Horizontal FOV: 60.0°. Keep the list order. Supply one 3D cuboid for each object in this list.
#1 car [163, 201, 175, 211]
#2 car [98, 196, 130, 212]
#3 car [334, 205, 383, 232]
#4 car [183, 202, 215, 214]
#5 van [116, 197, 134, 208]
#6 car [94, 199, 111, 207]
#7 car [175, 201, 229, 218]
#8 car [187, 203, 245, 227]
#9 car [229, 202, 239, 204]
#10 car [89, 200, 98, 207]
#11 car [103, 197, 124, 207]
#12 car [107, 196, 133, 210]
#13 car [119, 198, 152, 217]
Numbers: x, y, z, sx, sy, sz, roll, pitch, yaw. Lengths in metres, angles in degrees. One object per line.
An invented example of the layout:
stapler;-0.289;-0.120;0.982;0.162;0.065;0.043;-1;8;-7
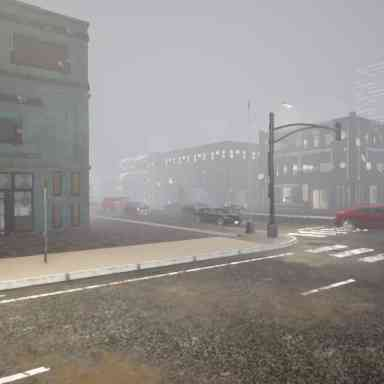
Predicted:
car;-2.424;1.966;46.170;1.802;1.307;4.206;-2;0;-35
car;-11.427;1.746;48.917;2.150;2.045;5.566;-1;0;-35
car;10.778;1.508;18.965;5.008;1.535;1.882;-2;-1;44
car;0.782;1.903;41.659;1.802;1.307;4.206;-2;0;-35
van;-12.048;1.907;59.706;1.690;1.788;3.998;-1;0;-35
car;-18.456;2.228;68.730;1.887;1.381;4.507;-1;0;-35
car;0.814;1.778;31.631;2.128;1.511;4.902;-1;0;-35
car;1.890;1.814;25.421;1.947;1.339;4.313;-2;0;-35
car;3.987;1.809;37.146;2.008;1.369;4.403;-2;0;-35
car;-18.296;2.269;64.050;1.895;1.301;4.718;-1;0;-36
car;-15.255;1.940;64.218;2.192;1.841;5.009;-1;0;-35
car;-12.082;1.775;55.297;2.150;2.045;5.566;-1;0;-35
car;-6.051;1.846;36.802;1.967;1.590;4.097;-1;0;-35
